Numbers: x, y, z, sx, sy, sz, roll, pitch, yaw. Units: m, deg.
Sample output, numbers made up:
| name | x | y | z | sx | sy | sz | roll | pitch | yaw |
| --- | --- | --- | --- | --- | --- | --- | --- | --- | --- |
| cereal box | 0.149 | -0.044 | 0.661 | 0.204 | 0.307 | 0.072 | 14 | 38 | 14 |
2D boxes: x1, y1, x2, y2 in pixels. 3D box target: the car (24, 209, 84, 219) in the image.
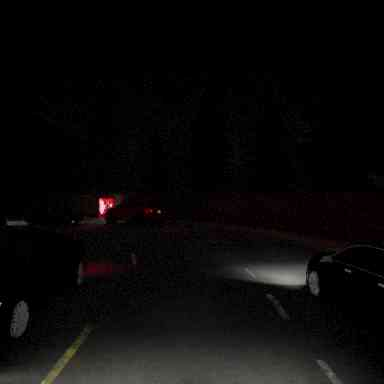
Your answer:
| name | x | y | z | sx | sy | sz | roll | pitch | yaw |
| --- | --- | --- | --- | --- | --- | --- | --- | --- | --- |
| car | -10.739 | 1.922 | 25.685 | 4.718 | 1.301 | 1.895 | 0 | -1 | 28 |

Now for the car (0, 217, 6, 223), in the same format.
| name | x | y | z | sx | sy | sz | roll | pitch | yaw |
| --- | --- | --- | --- | --- | --- | --- | --- | --- | --- |
| car | -7.734 | 1.642 | 11.996 | 2.128 | 1.511 | 4.902 | 1 | -1 | -21 |

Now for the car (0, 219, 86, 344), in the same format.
| name | x | y | z | sx | sy | sz | roll | pitch | yaw |
| --- | --- | --- | --- | --- | --- | --- | --- | --- | --- |
| car | -3.637 | 1.563 | 6.743 | 1.882 | 1.535 | 5.008 | 0 | -1 | -2 |

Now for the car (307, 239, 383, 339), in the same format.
| name | x | y | z | sx | sy | sz | roll | pitch | yaw |
| --- | --- | --- | --- | --- | --- | --- | --- | --- | --- |
| car | 3.565 | 1.577 | 5.711 | 1.837 | 1.490 | 4.892 | 0 | -1 | -1 |

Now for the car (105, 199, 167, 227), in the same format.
| name | x | y | z | sx | sy | sz | roll | pitch | yaw |
| --- | --- | --- | --- | --- | --- | --- | --- | --- | --- |
| car | -4.424 | 1.544 | 25.814 | 5.566 | 2.045 | 2.150 | -1 | -1 | 41 |
